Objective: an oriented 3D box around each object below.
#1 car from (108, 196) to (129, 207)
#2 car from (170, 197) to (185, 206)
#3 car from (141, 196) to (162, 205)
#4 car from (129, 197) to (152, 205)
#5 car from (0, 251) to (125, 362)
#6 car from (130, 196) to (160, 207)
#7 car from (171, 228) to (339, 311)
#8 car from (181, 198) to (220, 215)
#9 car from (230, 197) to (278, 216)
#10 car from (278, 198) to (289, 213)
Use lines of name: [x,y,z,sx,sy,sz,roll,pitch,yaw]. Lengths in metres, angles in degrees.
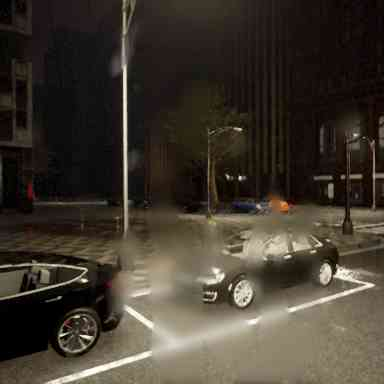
car: [-11.933,1.500,53.619,2.097,1.767,4.553,0,0,-34]
car: [-1.718,1.622,56.059,2.033,1.411,5.357,0,0,-34]
car: [-7.959,1.602,65.050,2.128,1.511,4.902,0,0,-35]
car: [-9.580,1.672,61.836,2.033,1.411,5.357,0,0,-34]
car: [-3.045,1.568,4.467,4.313,1.339,1.947,0,0,-34]
car: [-7.554,1.470,52.946,2.097,1.767,4.553,0,0,-34]
car: [1.602,1.544,7.657,4.403,1.369,2.008,0,0,-34]
car: [1.085,1.640,34.593,1.994,1.385,4.181,0,0,-35]
car: [5.882,1.397,33.358,2.097,1.767,4.553,0,0,-35]
car: [8.171,1.377,36.078,2.097,1.767,4.553,0,0,-34]
